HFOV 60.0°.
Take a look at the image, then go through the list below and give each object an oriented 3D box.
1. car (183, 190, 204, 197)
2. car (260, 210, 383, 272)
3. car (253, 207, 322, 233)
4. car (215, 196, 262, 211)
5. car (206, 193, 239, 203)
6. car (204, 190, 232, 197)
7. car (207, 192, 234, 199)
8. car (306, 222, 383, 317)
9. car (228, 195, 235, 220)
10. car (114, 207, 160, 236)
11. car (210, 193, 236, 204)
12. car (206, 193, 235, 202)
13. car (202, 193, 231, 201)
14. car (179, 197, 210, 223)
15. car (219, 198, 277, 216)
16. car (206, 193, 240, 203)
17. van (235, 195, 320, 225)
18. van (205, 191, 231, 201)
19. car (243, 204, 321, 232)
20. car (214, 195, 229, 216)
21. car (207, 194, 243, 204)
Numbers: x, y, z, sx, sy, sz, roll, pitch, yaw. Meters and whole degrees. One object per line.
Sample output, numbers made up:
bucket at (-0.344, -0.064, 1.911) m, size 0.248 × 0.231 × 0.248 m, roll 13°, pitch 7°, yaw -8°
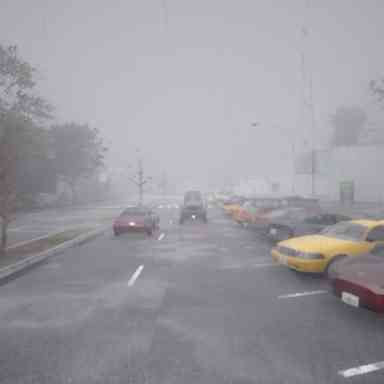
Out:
car at (0.090, 0.863, 42.523) m, size 2.150 × 2.045 × 5.566 m, roll 0°, pitch 1°, yaw 0°
car at (4.897, 1.465, 9.603) m, size 5.366 × 1.575 × 1.946 m, roll 1°, pitch 1°, yaw -20°
car at (5.095, 1.486, 12.673) m, size 4.792 × 1.488 × 2.163 m, roll 1°, pitch 0°, yaw -20°
car at (5.062, 1.236, 36.529) m, size 4.674 × 1.452 × 2.002 m, roll 1°, pitch 0°, yaw -20°
car at (5.238, 1.016, 57.467) m, size 5.366 × 1.575 × 1.946 m, roll 1°, pitch 0°, yaw -20°
car at (5.095, 0.829, 48.467) m, size 5.566 × 2.045 × 2.435 m, roll 1°, pitch 0°, yaw -20°
car at (5.075, 1.107, 45.468) m, size 4.892 × 1.521 × 2.231 m, roll 1°, pitch 1°, yaw -20°
car at (5.042, 1.511, 6.676) m, size 4.792 × 1.488 × 2.163 m, roll 1°, pitch 1°, yaw -20°
car at (5.040, 1.252, 21.603) m, size 4.553 × 1.767 × 2.185 m, roll 1°, pitch 0°, yaw -20°
car at (-2.902, 1.486, 18.112) m, size 1.994 × 1.385 × 4.181 m, roll 0°, pitch 0°, yaw 0°
car at (4.894, 1.226, 33.480) m, size 5.366 × 1.575 × 1.946 m, roll 1°, pitch 1°, yaw -20°
car at (5.090, 1.029, 60.397) m, size 4.792 × 1.488 × 2.163 m, roll 1°, pitch 0°, yaw -20°
car at (4.891, 0.959, 66.282) m, size 5.366 × 1.575 × 1.946 m, roll 1°, pitch 1°, yaw -20°
car at (0.097, 1.357, 24.411) m, size 1.837 × 1.490 × 4.892 m, roll 0°, pitch 0°, yaw 0°
car at (5.093, 1.298, 30.576) m, size 4.792 × 1.488 × 2.163 m, roll 1°, pitch 1°, yaw -20°
car at (5.058, 1.038, 54.419) m, size 4.892 × 1.521 × 2.231 m, roll 1°, pitch 0°, yaw -20°
van at (4.963, 1.183, 18.575) m, size 4.442 × 1.987 × 1.878 m, roll 1°, pitch 1°, yaw -20°
van at (4.958, 0.755, 63.322) m, size 4.442 × 1.987 × 1.878 m, roll 1°, pitch 1°, yaw -20°
car at (5.063, 1.473, 15.645) m, size 4.674 × 1.452 × 2.002 m, roll 1°, pitch 0°, yaw -20°
car at (4.894, 1.302, 27.514) m, size 5.366 × 1.575 × 1.946 m, roll 1°, pitch 1°, yaw -20°
car at (5.071, 1.057, 51.434) m, size 5.008 × 1.535 × 2.097 m, roll 1°, pitch 1°, yaw -20°
